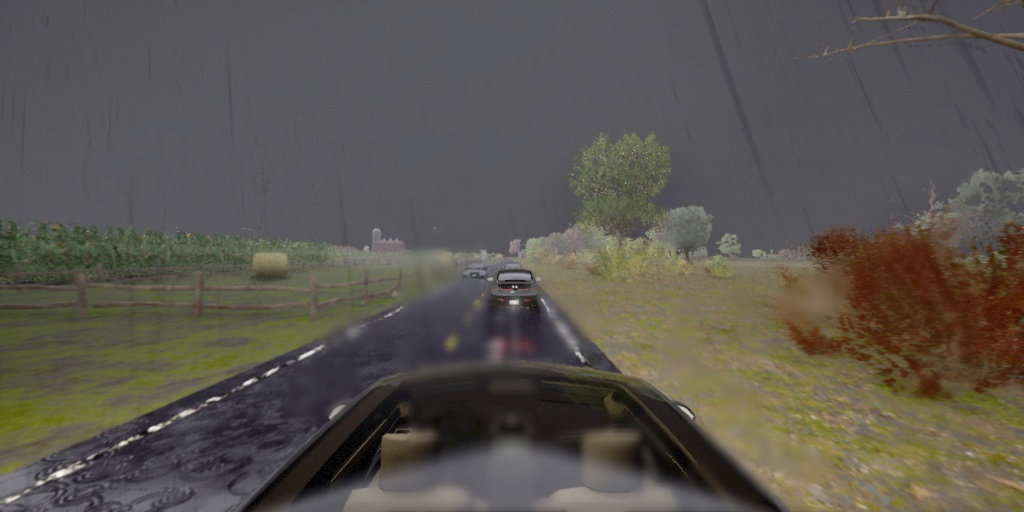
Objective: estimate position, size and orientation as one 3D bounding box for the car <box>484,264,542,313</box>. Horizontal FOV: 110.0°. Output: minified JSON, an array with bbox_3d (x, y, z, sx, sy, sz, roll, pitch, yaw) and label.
[{"bbox_3d":[0.102,1.232,13.832,1.837,1.490,4.892,0,0,0],"label":"car"}]

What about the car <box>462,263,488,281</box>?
[{"bbox_3d":[-2.844,1.273,29.314,1.994,1.385,4.181,0,0,0],"label":"car"}]

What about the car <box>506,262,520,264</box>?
[{"bbox_3d":[0.104,1.254,32.517,2.033,1.411,5.357,0,0,0],"label":"car"}]
